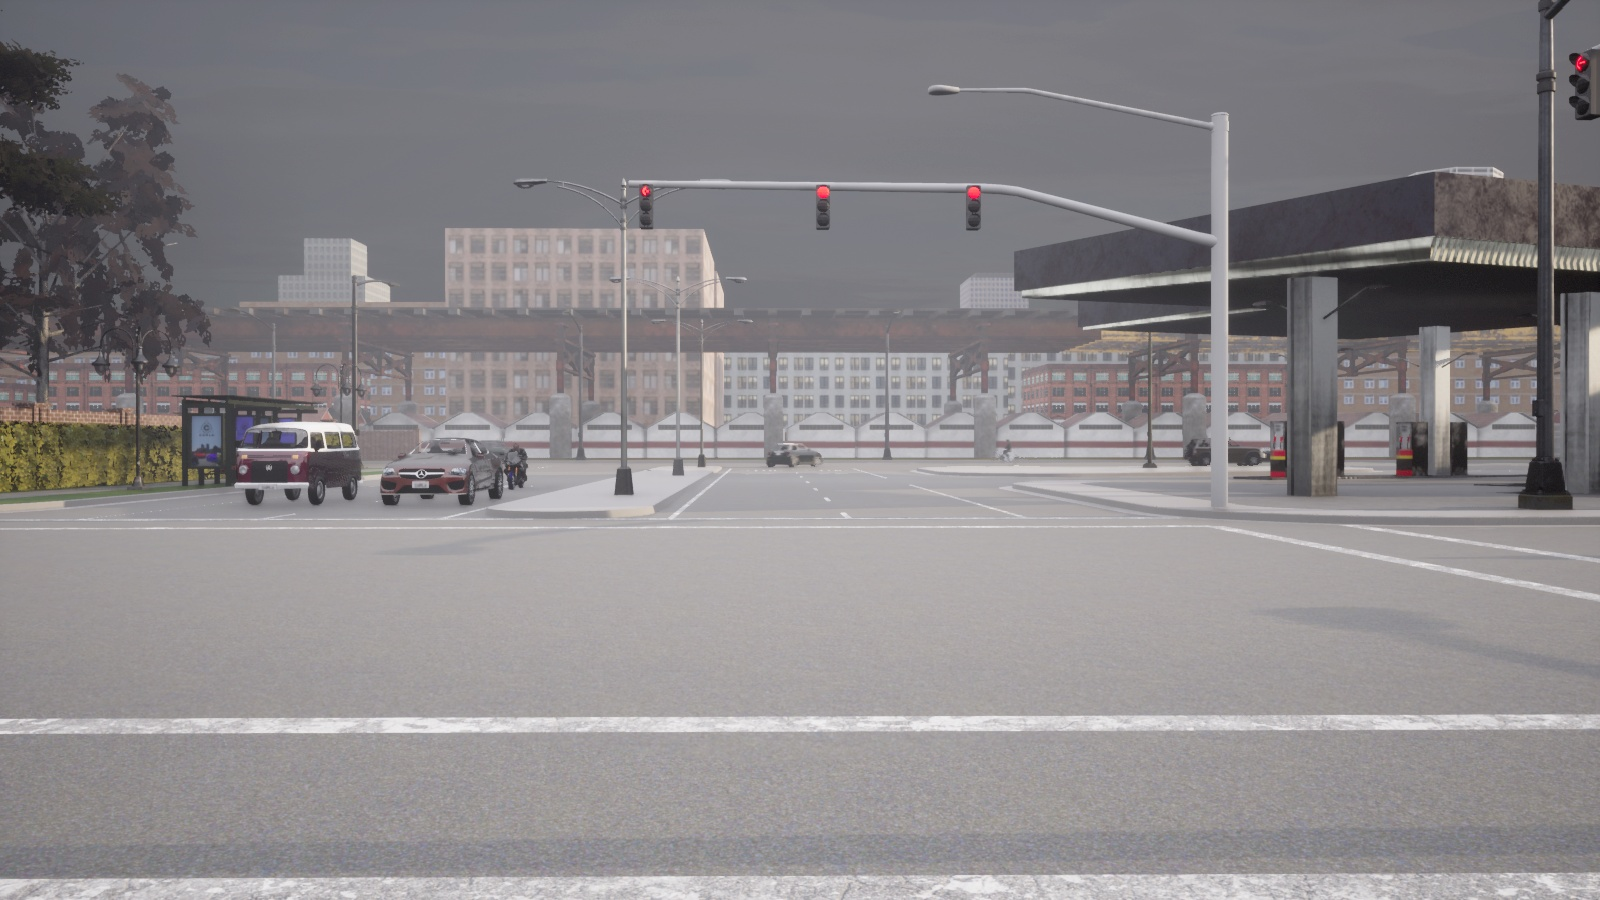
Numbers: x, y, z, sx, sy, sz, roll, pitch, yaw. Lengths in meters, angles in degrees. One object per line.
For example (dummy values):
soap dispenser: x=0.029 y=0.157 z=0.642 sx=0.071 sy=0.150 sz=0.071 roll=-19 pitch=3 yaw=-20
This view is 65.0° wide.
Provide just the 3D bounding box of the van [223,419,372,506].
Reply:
van: x=-12.501 y=0.282 z=31.579 sx=2.069 sy=2.038 sz=4.480 roll=0 pitch=0 yaw=-2

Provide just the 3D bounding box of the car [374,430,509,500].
car: x=-9.015 y=0.337 z=32.078 sx=2.152 sy=1.651 sz=5.027 roll=0 pitch=0 yaw=-2

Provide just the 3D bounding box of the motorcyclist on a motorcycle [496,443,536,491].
motorcyclist on a motorcycle: x=-9.259 y=0.543 z=41.008 sx=0.866 sy=1.530 sz=2.191 roll=0 pitch=0 yaw=-2

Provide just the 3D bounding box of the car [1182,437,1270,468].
car: x=25.713 y=0.155 z=75.902 sx=4.605 sy=1.855 sz=1.932 roll=0 pitch=0 yaw=-1

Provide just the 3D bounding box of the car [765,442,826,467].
car: x=-0.264 y=0.280 z=76.438 sx=1.970 sy=1.475 sz=3.806 roll=0 pitch=0 yaw=33

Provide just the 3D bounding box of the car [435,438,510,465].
car: x=-22.179 y=0.106 z=85.158 sx=4.553 sy=1.767 sz=2.097 roll=0 pitch=0 yaw=-2
